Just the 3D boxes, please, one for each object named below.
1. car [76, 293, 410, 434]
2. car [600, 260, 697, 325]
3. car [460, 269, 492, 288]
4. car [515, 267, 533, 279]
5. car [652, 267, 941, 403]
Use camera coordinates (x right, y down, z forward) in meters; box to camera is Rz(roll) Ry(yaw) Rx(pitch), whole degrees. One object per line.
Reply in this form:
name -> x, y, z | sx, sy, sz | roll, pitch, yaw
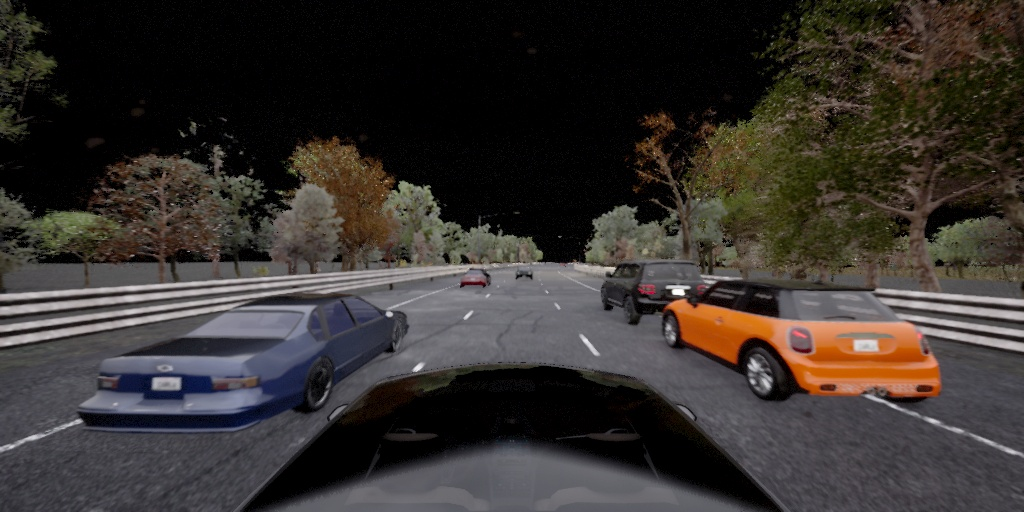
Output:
car -> -3.363, 1.339, 6.041 | 2.033, 1.411, 5.357 | 0, -1, 1
car -> 4.713, 1.151, 12.722 | 2.150, 2.045, 5.566 | 0, -1, 1
car -> -2.715, 1.661, 27.633 | 1.994, 1.385, 4.181 | 0, -1, 2
car -> 1.416, 1.898, 40.040 | 1.895, 1.301, 4.718 | 0, -1, 3
car -> 4.589, 1.194, 6.738 | 2.097, 1.767, 4.553 | 0, -1, 1
